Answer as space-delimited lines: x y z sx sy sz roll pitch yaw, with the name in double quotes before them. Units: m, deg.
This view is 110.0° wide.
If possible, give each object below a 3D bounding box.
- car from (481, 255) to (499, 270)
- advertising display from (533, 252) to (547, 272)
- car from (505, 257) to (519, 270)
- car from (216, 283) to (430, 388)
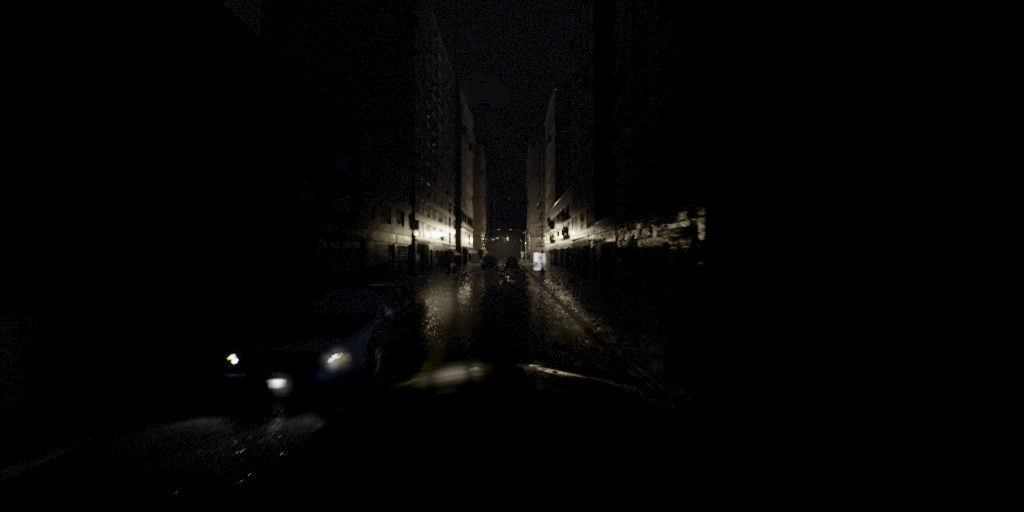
"car" -3.075 0.928 50.834 2.150 2.045 5.566 0 0 0
"advertising display" 3.126 0.743 40.585 1.540 2.440 0.280 0 0 0
"car" -0.008 1.247 50.371 1.994 1.385 4.181 0 0 0
"car" -3.095 1.294 7.393 2.033 1.411 5.357 0 0 0
